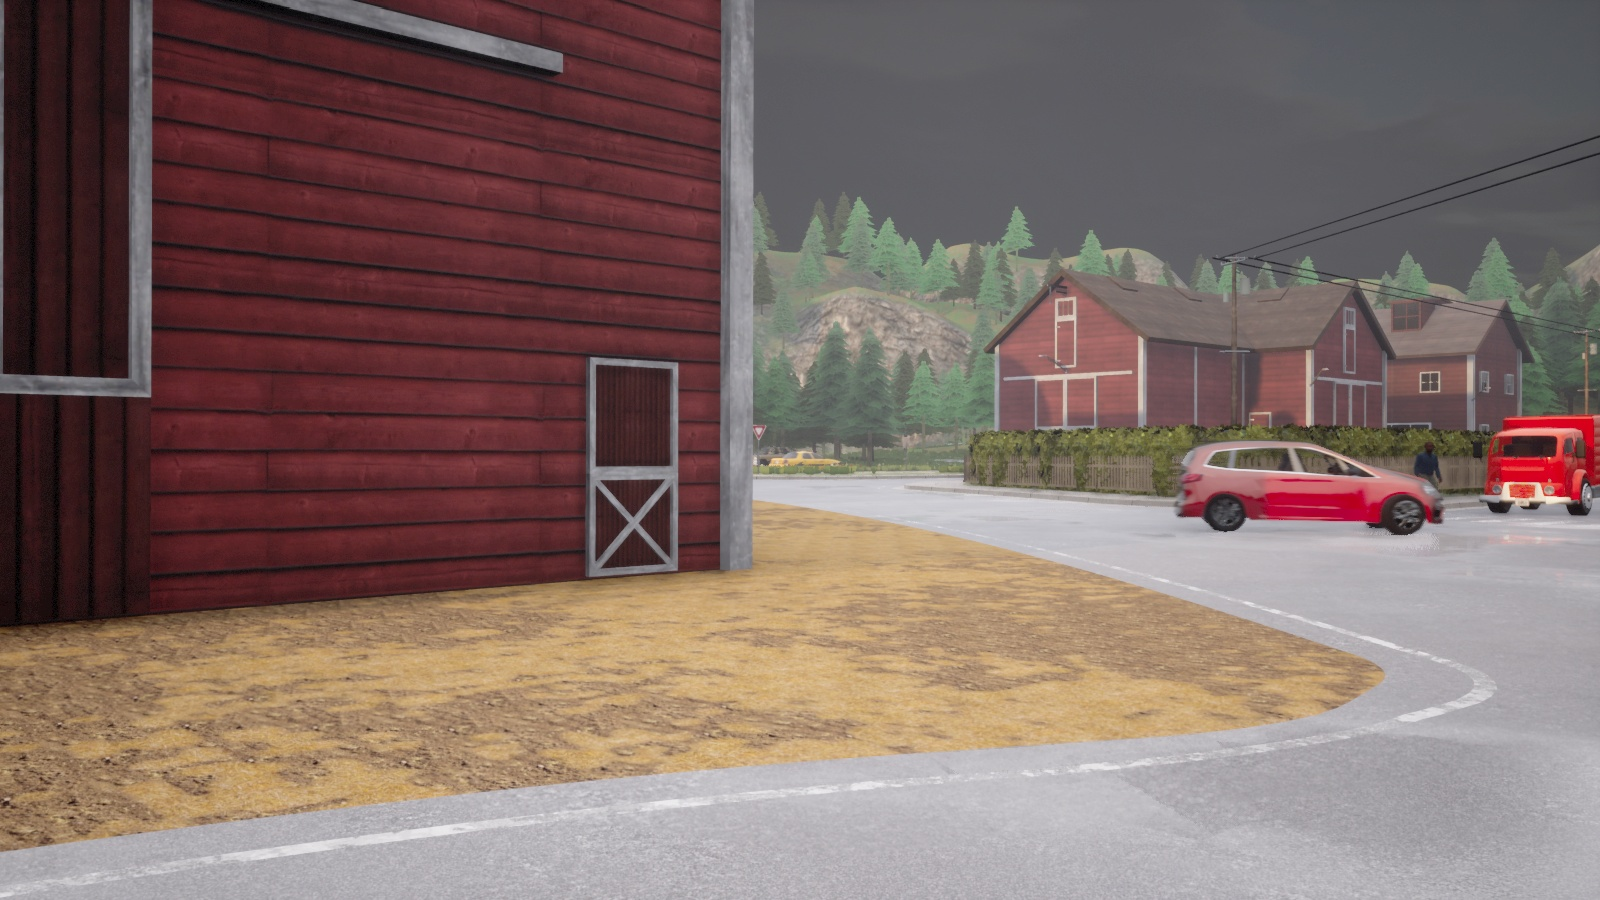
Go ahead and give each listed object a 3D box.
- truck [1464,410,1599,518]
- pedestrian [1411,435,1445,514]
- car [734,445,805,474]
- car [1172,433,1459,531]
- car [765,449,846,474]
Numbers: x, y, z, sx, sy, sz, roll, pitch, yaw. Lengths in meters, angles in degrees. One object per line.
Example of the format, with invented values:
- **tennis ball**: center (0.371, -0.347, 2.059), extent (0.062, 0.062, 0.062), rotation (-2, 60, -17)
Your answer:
- **truck**: center (19.477, 0.260, 32.236), extent (5.204, 2.467, 2.627), rotation (-3, 2, -42)
- **pedestrian**: center (14.789, 0.571, 29.582), extent (0.370, 1.835, 0.726), rotation (0, 0, -7)
- **car**: center (-2.011, 0.630, 83.643), extent (4.605, 1.855, 1.932), rotation (0, 0, -42)
- **car**: center (9.332, 0.543, 23.191), extent (4.611, 1.667, 2.242), rotation (0, 0, 14)
- **car**: center (0.386, 0.741, 81.120), extent (5.366, 1.575, 1.801), rotation (0, 0, -41)
